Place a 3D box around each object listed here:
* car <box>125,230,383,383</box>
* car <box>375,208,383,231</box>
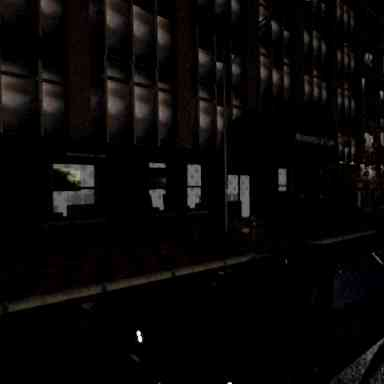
[{"bbox_3d":[1.744,1.551,4.988,5.357,1.411,2.033,0,0,-42],"label":"car"},{"bbox_3d":[11.131,1.280,16.802,5.009,1.841,2.192,0,-1,-41],"label":"car"}]
